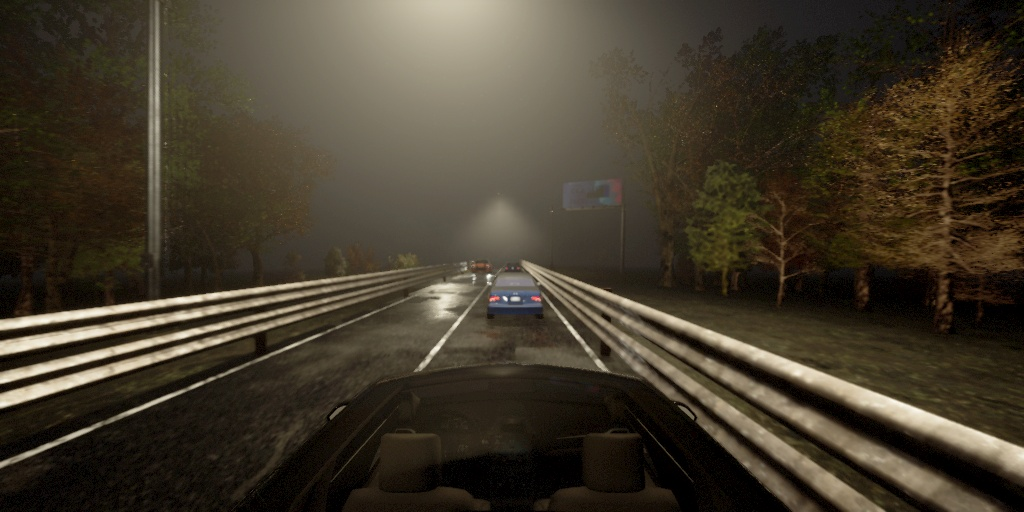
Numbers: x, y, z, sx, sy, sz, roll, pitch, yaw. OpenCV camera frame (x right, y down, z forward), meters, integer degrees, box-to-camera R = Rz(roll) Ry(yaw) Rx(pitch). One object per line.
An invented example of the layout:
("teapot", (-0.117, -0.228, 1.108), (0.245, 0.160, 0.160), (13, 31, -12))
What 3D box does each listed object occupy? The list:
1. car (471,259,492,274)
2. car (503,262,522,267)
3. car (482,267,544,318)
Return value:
("car", (-3.367, 1.106, 40.592), (2.097, 1.767, 4.553), (0, 0, 0))
("car", (0.059, 1.301, 38.826), (2.033, 1.411, 5.357), (0, 0, 0))
("car", (0.092, 1.299, 12.923), (2.033, 1.411, 5.357), (0, 0, 0))
